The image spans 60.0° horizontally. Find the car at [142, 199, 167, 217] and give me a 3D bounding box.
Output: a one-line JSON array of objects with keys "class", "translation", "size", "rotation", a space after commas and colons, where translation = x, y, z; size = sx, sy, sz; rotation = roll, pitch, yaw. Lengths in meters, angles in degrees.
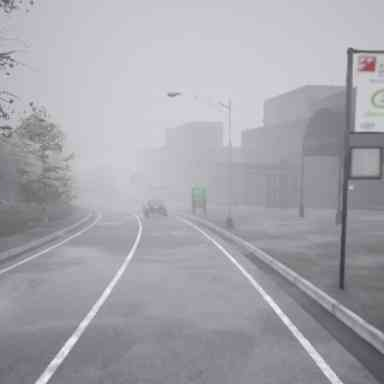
[{"class": "car", "translation": [-3.830, 1.464, 33.237], "size": [2.097, 1.767, 4.553], "rotation": [-2, 0, -13]}]
